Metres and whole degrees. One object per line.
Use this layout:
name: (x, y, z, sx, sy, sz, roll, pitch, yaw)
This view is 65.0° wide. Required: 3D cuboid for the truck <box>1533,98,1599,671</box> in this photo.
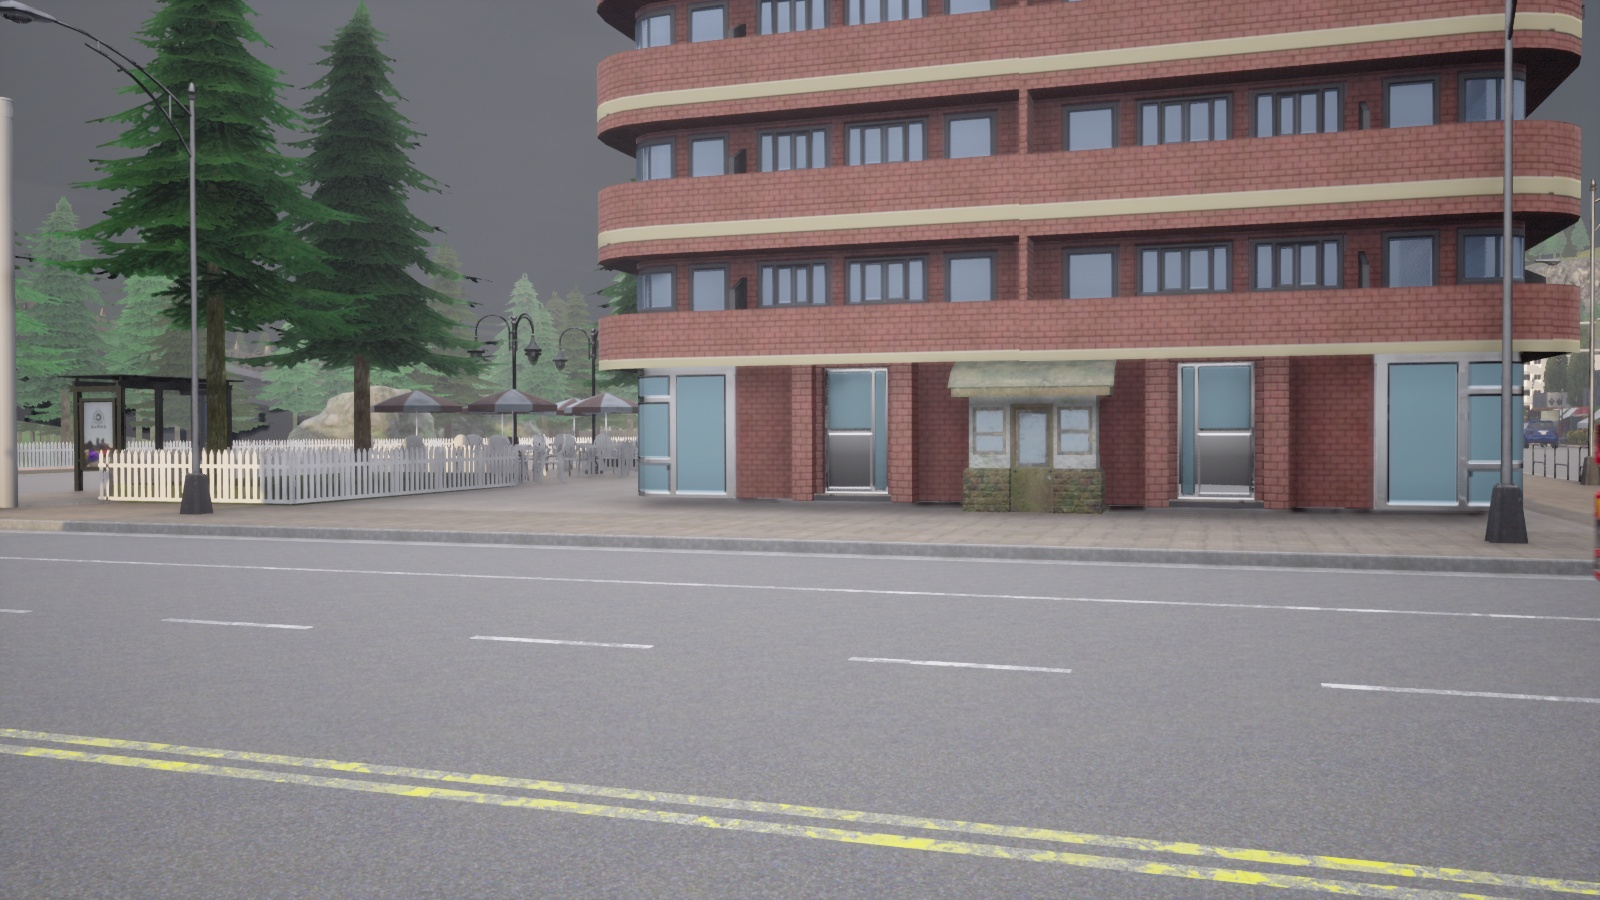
truck: (9.469, -0.421, 7.376, 8.468, 3.827, 2.891, 1, 1, 19)
